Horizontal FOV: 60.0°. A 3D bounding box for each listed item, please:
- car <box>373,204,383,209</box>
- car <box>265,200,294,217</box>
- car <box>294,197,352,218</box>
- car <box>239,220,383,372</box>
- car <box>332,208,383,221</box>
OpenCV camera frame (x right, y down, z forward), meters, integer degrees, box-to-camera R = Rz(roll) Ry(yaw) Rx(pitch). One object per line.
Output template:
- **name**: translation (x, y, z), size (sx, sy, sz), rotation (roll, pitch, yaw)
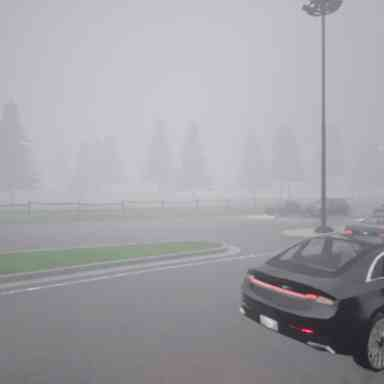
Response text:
- **car**: translation (16.430, 1.449, 26.779), size (4.181, 1.385, 1.994), rotation (0, 0, -29)
- **car**: translation (8.701, 1.463, 30.488), size (4.181, 1.385, 1.994), rotation (0, 0, -29)
- **car**: translation (11.200, 1.250, 27.874), size (4.553, 1.767, 2.097), rotation (0, 0, -29)
- **car**: translation (3.044, 1.469, 5.610), size (4.902, 1.511, 2.128), rotation (0, 0, -32)
- **car**: translation (8.115, 1.492, 12.729), size (5.357, 1.411, 2.033), rotation (0, 0, -30)
